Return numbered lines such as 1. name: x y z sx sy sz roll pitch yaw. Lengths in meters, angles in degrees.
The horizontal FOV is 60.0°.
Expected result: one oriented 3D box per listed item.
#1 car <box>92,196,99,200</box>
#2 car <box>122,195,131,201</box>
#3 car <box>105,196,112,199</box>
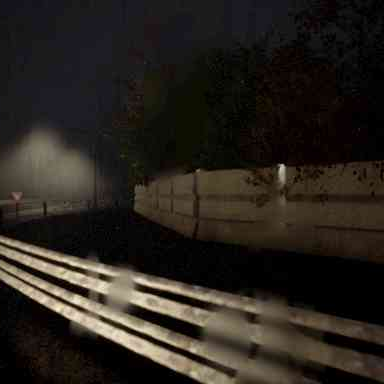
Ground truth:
1. car: -26.329 1.815 90.628 1.895 1.301 4.718 0 0 -15
2. car: -17.976 1.689 90.961 1.837 1.490 4.892 0 0 0
3. car: -22.906 1.734 91.365 1.812 1.442 4.674 0 0 -15
